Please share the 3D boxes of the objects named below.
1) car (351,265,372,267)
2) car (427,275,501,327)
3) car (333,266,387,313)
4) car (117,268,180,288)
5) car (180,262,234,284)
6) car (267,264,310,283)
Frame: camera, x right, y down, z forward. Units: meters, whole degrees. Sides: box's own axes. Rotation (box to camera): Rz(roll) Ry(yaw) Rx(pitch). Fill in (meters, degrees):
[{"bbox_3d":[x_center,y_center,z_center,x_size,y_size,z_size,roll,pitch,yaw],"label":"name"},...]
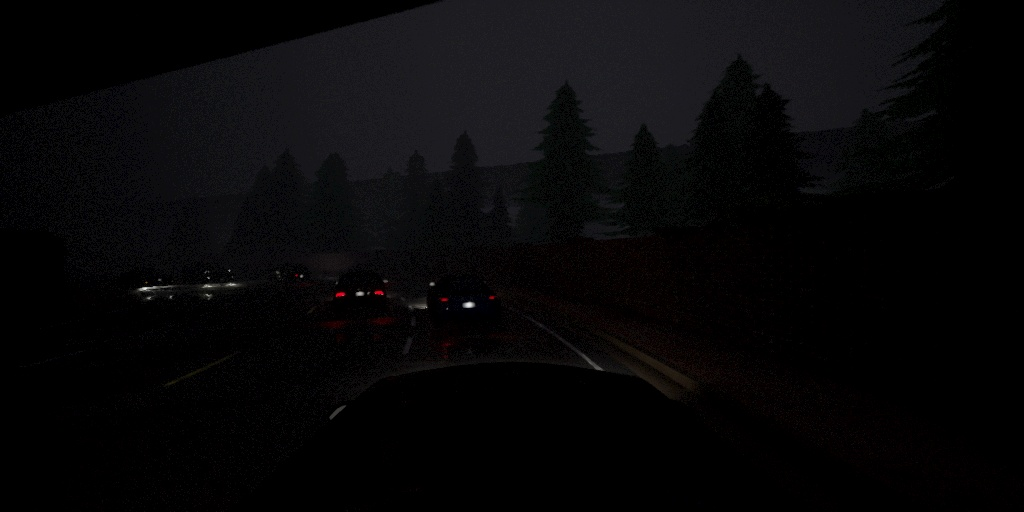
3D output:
[{"bbox_3d":[-12.581,1.404,29.715,4.718,1.301,1.895,-1,0,43],"label":"car"},{"bbox_3d":[-1.681,1.297,11.653,1.994,1.385,4.181,-1,0,-15],"label":"car"},{"bbox_3d":[-6.045,1.326,14.388,2.033,1.411,5.357,-1,0,-22],"label":"car"},{"bbox_3d":[-27.413,1.567,26.866,4.181,1.385,1.994,-1,0,24],"label":"car"},{"bbox_3d":[-25.305,1.317,29.694,4.553,1.767,2.097,-1,0,25],"label":"car"},{"bbox_3d":[-18.856,1.386,30.188,4.892,1.490,1.837,-1,0,36],"label":"car"}]
